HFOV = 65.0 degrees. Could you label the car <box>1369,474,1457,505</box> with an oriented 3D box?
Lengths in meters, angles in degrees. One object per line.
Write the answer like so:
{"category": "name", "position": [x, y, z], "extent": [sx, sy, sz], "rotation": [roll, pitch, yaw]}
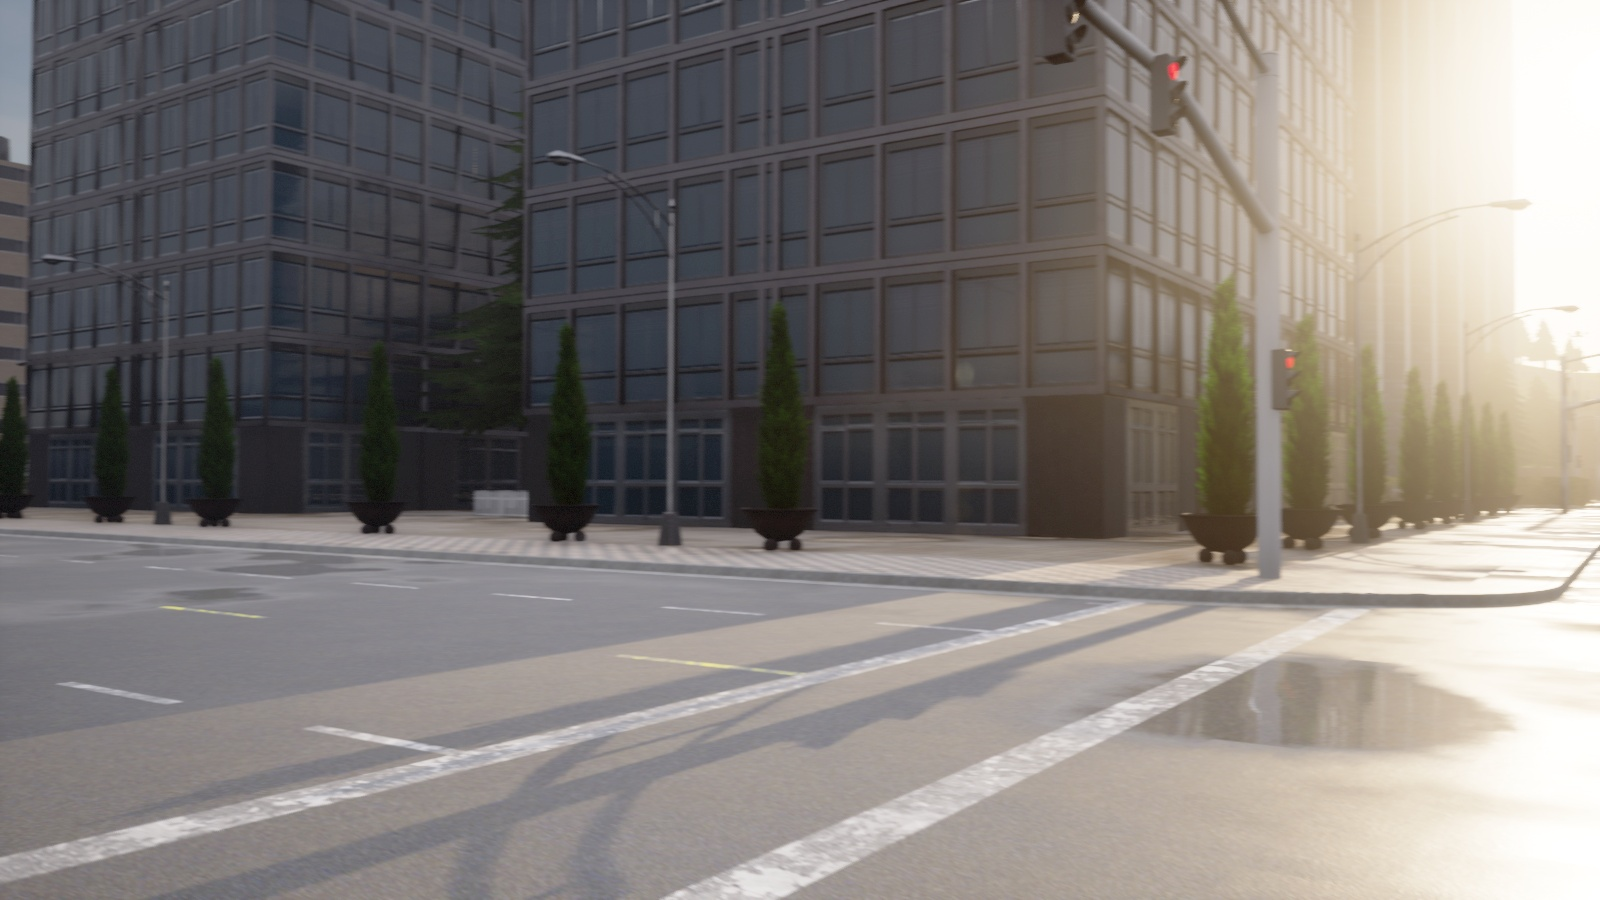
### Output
{"category": "car", "position": [37.164, 2.405, 76.179], "extent": [4.605, 1.855, 1.932], "rotation": [-1, -2, 33]}
